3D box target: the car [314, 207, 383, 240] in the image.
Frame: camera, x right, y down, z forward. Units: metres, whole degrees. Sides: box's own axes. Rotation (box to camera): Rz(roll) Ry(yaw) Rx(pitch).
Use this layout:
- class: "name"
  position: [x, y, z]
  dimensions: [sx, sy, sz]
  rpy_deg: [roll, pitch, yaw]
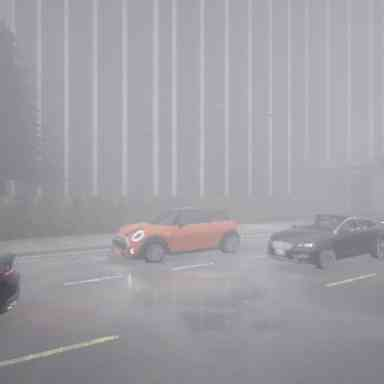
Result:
- class: "car"
  position: [8.712, 1.563, 17.778]
  dimensions: [4.181, 1.385, 1.994]
  rpy_deg: [0, 0, -33]

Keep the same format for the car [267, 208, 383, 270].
- class: "car"
  position: [4.646, 1.492, 11.052]
  dimensions: [4.902, 1.511, 2.128]
  rpy_deg: [0, 0, -32]

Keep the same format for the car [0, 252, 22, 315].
- class: "car"
  position: [-5.215, 1.510, 4.795]
  dimensions: [4.892, 1.490, 1.837]
  rpy_deg: [0, 0, -32]

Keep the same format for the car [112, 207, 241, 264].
- class: "car"
  position: [-0.505, 1.351, 11.928]
  dimensions: [4.553, 1.767, 2.097]
  rpy_deg: [0, 0, -32]
